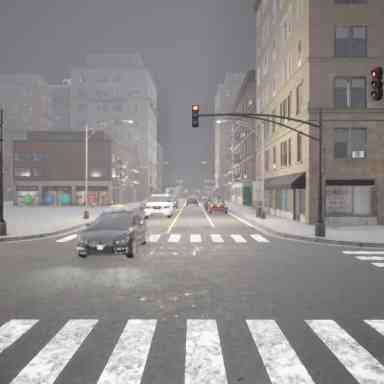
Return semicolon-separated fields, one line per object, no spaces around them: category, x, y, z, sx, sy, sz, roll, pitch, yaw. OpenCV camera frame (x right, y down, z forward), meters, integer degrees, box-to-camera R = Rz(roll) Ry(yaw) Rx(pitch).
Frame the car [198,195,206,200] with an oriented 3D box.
car;2.742;1.575;92.042;1.947;1.339;4.313;0;0;0

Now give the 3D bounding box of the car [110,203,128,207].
car;-5.361;1.526;23.939;1.752;1.417;4.829;0;0;0

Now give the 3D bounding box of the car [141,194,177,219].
car;-2.813;1.221;29.389;2.150;2.045;5.566;0;0;0

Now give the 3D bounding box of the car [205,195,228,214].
car;2.677;1.441;35.423;1.967;1.590;4.097;0;0;0

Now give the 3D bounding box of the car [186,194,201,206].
car;0.062;1.508;54.044;1.837;1.490;4.892;0;0;0

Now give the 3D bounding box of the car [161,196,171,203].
car;-5.309;1.530;69.235;1.752;1.417;4.829;0;0;0

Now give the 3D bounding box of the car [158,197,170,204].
car;-5.316;1.586;63.743;1.802;1.307;4.206;0;0;0

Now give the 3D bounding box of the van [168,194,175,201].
van;-5.290;1.349;86.390;1.690;1.788;3.998;0;0;0

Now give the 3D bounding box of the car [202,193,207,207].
car;2.683;1.317;41.085;2.192;1.841;5.009;0;0;0

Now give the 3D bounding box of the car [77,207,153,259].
car;-2.833;1.502;12.701;1.837;1.490;4.892;0;-1;0

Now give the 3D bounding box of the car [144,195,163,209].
car;-5.335;1.317;46.757;2.192;1.841;5.009;0;0;0

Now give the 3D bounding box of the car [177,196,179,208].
car;-2.787;1.550;45.007;2.033;1.411;5.357;0;0;0
